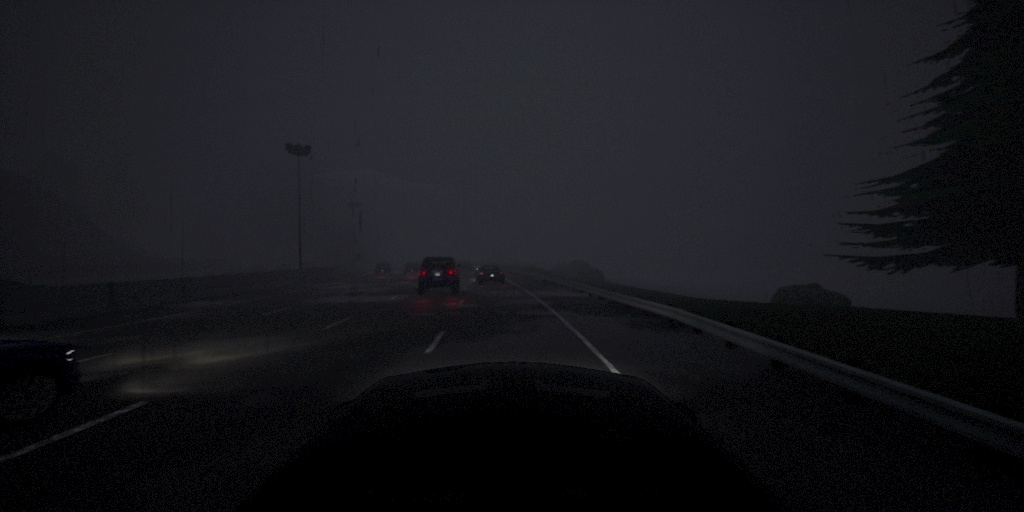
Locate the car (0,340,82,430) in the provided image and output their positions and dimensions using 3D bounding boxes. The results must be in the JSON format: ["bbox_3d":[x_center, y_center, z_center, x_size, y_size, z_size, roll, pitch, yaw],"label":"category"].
[{"bbox_3d":[-6.847,1.334,2.790,1.882,1.535,5.008,0,0,0],"label":"car"}]

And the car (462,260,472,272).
[{"bbox_3d":[-6.752,1.371,49.974,1.882,1.535,5.008,0,0,-18],"label":"car"}]

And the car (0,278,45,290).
[{"bbox_3d":[-21.580,1.569,13.817,1.882,1.535,5.008,-1,0,-5],"label":"car"}]

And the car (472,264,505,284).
[{"bbox_3d":[-1.743,1.362,27.451,1.994,1.385,4.181,-1,0,-9],"label":"car"}]

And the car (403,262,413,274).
[{"bbox_3d":[-12.624,1.486,45.115,1.837,1.490,4.892,1,0,-17],"label":"car"}]

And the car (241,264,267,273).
[{"bbox_3d":[-37.599,1.896,52.783,1.812,1.442,4.674,-1,0,-21],"label":"car"}]

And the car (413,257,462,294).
[{"bbox_3d":[-4.251,1.054,21.341,2.150,2.045,5.566,0,0,-8],"label":"car"}]

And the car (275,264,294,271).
[{"bbox_3d":[-34.494,1.870,54.528,2.033,1.411,5.357,-1,0,-22],"label":"car"}]

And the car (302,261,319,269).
[{"bbox_3d":[-30.947,1.629,54.931,2.097,1.767,4.553,-1,0,-21],"label":"car"}]

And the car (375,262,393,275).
[{"bbox_3d":[-16.515,1.546,46.040,1.837,1.490,4.892,1,0,-17],"label":"car"}]
